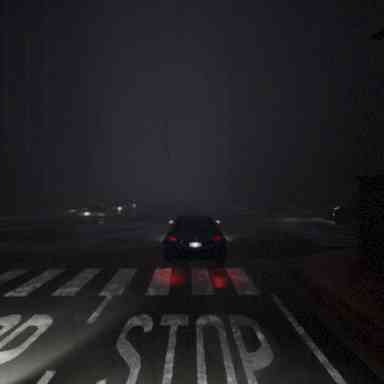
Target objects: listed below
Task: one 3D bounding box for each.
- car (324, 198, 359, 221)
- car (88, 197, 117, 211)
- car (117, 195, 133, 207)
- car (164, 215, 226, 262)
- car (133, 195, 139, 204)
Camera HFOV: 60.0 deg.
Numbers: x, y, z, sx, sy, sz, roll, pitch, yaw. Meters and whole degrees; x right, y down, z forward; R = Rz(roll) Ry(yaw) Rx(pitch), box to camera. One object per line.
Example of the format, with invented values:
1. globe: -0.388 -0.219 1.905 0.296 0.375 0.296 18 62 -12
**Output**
1. car: 12.599 1.233 25.516 4.553 1.767 2.097 0 0 0
2. car: -10.584 1.381 38.764 1.882 1.535 5.008 0 0 0
3. car: -10.578 1.426 48.695 2.033 1.411 5.357 0 0 0
4. car: 0.097 1.501 11.840 1.994 1.385 4.181 0 1 0
5. car: -10.523 1.358 58.816 1.837 1.490 4.892 0 0 1
